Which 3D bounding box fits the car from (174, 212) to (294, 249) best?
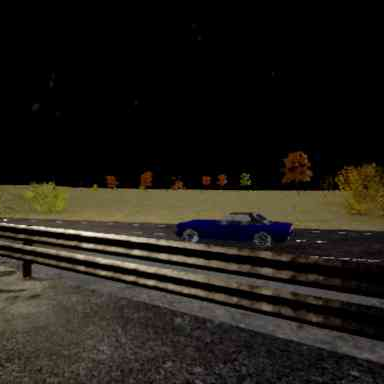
[{"bbox_3d":[1.680,1.480,13.691,4.718,1.301,1.895,0,0,21],"label":"car"}]
